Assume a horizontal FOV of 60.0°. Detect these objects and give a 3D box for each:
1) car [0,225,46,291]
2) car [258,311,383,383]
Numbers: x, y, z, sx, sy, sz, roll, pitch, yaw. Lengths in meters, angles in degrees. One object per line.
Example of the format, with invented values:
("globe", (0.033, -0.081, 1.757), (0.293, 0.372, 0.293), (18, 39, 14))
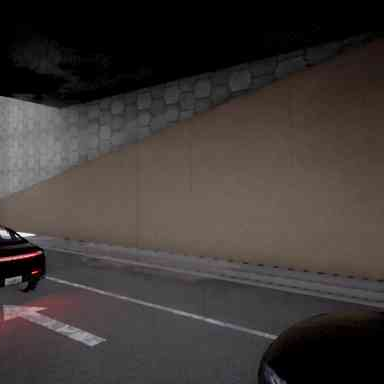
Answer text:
("car", (-5.402, 1.491, 7.805), (4.902, 1.511, 2.128), (0, 0, 35))
("car", (2.775, 1.492, 1.934), (4.902, 1.511, 2.128), (0, 0, 36))
